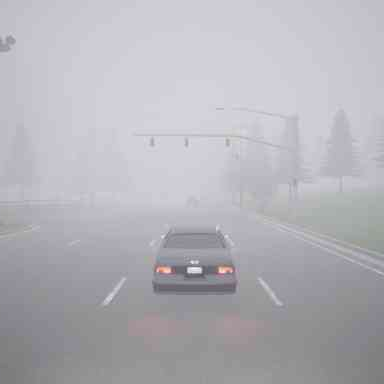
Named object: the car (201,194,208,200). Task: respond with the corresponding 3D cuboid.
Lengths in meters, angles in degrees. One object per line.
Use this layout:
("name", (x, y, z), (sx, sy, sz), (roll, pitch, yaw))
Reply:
("car", (3.502, 1.310, 93.990), (1.882, 1.535, 5.008), (0, 0, 0))

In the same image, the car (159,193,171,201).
("car", (-6.998, 1.217, 83.601), (2.150, 2.045, 5.566), (0, 0, 0))

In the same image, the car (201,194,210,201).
("car", (3.502, 1.492, 83.570), (1.837, 1.490, 4.892), (0, 0, 0))

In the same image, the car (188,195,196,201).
("car", (0.002, 1.531, 83.570), (2.033, 1.411, 5.357), (0, 0, 0))

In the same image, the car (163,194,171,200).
("car", (-6.998, 1.385, 93.991), (1.994, 1.385, 4.181), (0, 0, 0))

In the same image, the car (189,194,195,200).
("car", (0.002, 1.310, 93.990), (1.882, 1.535, 5.008), (0, 0, 0))

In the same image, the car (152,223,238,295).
("car", (0.067, 1.547, 8.888), (2.033, 1.411, 5.357), (0, 0, 0))

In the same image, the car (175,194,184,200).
("car", (-3.498, 1.357, 93.990), (2.128, 1.511, 4.902), (0, 0, 0))

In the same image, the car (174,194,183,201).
("car", (-3.498, 1.516, 83.987), (1.812, 1.442, 4.674), (0, 0, 0))

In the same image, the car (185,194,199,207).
("car", (-0.001, 1.352, 52.927), (2.097, 1.767, 4.553), (0, 0, 0))
